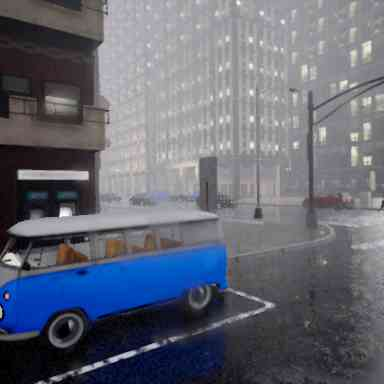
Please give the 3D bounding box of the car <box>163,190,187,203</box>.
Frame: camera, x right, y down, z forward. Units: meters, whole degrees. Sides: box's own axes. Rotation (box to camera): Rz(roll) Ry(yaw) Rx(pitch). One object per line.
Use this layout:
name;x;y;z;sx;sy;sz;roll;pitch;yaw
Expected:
car;-1.729;0.747;46.078;2.008;1.369;4.403;-1;1;-35

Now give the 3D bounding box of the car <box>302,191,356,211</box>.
car;11.185;0.665;27.537;1.967;1.590;4.097;-1;1;-35

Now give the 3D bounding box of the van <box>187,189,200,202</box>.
van;1.497;0.544;41.441;1.690;1.788;3.998;-1;1;-35

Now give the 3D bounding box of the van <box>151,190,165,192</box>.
van;-4.960;0.531;50.711;1.690;1.788;3.998;-1;1;-35

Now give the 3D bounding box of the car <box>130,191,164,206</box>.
car;-5.377;0.873;36.653;2.008;1.369;4.403;-1;1;-35

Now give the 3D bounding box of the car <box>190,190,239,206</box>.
car;2.216;0.802;30.284;1.837;1.490;4.892;-1;1;-35

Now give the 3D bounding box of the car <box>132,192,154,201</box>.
car;-8.187;0.750;55.347;1.947;1.339;4.313;-1;1;-35

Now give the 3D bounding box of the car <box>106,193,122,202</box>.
car;-12.719;0.814;51.867;2.033;1.411;5.357;-1;1;-34

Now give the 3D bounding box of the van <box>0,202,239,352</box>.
van;-1.237;1.268;5.804;3.998;1.788;1.690;-2;2;-35

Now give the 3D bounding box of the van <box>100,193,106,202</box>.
van;-15.065;0.645;50.556;1.690;1.788;3.998;-1;1;-35
